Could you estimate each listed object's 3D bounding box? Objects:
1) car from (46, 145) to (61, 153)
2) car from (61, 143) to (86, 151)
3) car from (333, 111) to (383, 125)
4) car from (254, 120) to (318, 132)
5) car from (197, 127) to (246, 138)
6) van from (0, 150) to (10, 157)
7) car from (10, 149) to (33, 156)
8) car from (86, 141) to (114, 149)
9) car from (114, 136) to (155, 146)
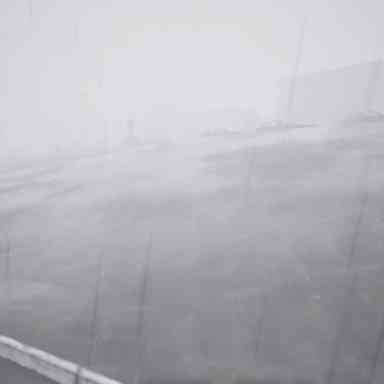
[{"bbox_3d":[-18.157,-5.594,45.622,4.553,1.767,2.185,2,2,41],"label":"car"},{"bbox_3d":[-14.007,-5.421,41.986,4.553,1.767,2.185,2,2,41],"label":"car"},{"bbox_3d":[11.012,-4.143,20.231,4.674,1.452,2.002,3,2,40],"label":"car"},{"bbox_3d":[6.769,-4.393,23.798,4.892,1.521,2.231,3,2,41],"label":"car"},{"bbox_3d":[2.614,-4.584,27.426,4.892,1.521,2.231,2,2,41],"label":"car"},{"bbox_3d":[-30.497,-6.184,56.431,4.442,1.987,1.878,2,1,41],"label":"van"},{"bbox_3d":[-26.443,-5.801,52.880,4.892,1.521,2.231,2,2,41],"label":"car"},{"bbox_3d":[-9.743,-5.074,38.251,4.674,1.452,2.002,2,2,41],"label":"car"},{"bbox_3d":[-5.609,-5.063,34.630,4.553,1.767,2.185,2,2,41],"label":"car"}]
